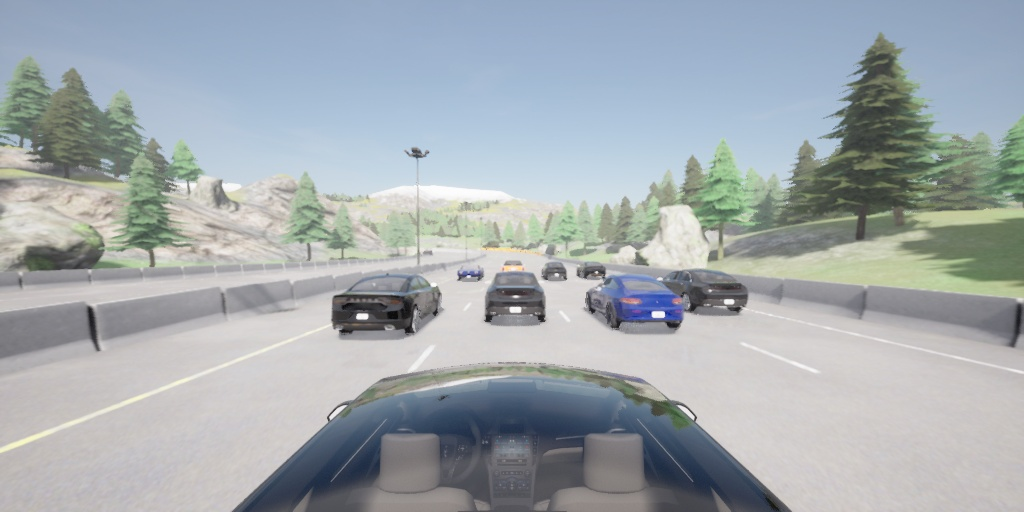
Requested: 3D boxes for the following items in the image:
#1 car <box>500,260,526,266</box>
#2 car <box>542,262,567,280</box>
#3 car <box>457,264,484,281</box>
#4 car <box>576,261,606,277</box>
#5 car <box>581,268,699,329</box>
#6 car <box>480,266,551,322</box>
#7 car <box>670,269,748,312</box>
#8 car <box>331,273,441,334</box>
[{"bbox_3d":[0.093,1.096,30.209,2.097,1.767,4.553,0,0,0],"label":"car"},{"bbox_3d":[3.594,1.248,31.125,1.837,1.490,4.892,0,0,0],"label":"car"},{"bbox_3d":[-3.406,1.345,30.480,1.895,1.301,4.718,0,0,0],"label":"car"},{"bbox_3d":[7.093,1.221,32.478,1.882,1.535,5.008,0,0,0],"label":"car"},{"bbox_3d":[3.598,1.274,11.107,1.812,1.442,4.674,0,0,0],"label":"car"},{"bbox_3d":[0.098,1.252,12.371,1.837,1.490,4.892,0,0,0],"label":"car"},{"bbox_3d":[7.097,1.252,14.138,1.837,1.490,4.892,0,0,0],"label":"car"},{"bbox_3d":[-3.402,1.226,10.630,1.882,1.535,5.008,0,0,0],"label":"car"}]
